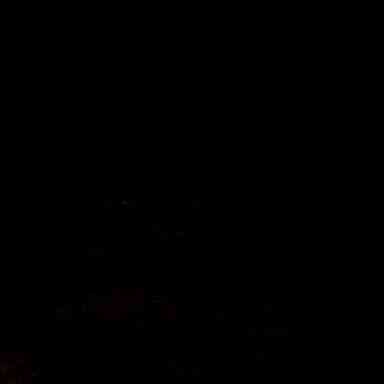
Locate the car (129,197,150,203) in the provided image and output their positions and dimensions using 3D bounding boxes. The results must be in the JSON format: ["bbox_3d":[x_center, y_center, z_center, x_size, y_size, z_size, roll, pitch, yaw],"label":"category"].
[{"bbox_3d":[-12.263,1.822,77.582,5.008,1.535,1.882,0,0,6],"label":"car"}]
